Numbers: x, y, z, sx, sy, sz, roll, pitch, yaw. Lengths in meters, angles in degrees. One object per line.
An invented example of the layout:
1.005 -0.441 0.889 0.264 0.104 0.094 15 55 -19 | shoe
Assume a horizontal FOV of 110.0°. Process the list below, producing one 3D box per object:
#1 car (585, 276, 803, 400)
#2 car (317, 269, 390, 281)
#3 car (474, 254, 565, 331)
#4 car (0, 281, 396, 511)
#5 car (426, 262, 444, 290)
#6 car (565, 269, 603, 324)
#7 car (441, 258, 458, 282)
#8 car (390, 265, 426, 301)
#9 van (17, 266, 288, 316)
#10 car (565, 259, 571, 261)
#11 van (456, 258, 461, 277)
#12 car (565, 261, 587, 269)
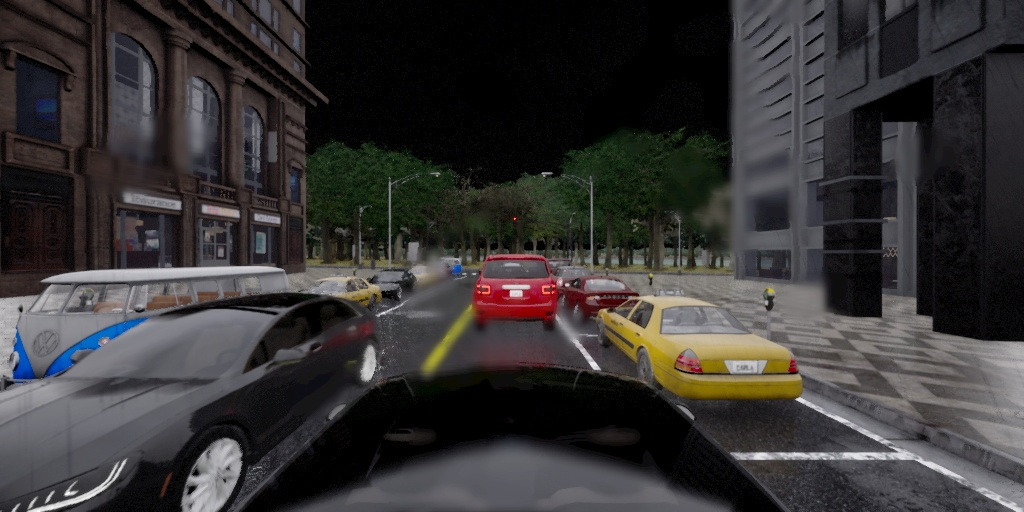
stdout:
2.763 1.275 6.552 1.751 1.417 4.829 0 0 0 | car
-5.762 1.276 11.651 1.751 1.417 4.829 0 0 0 | car
0.104 0.972 11.077 2.150 2.045 5.566 0 0 0 | car
-3.100 1.255 4.126 1.837 1.490 4.892 0 0 0 | car
-5.761 1.277 22.525 1.751 1.417 4.829 0 0 0 | car
2.763 1.295 11.819 1.888 1.381 4.507 0 0 0 | car
-5.760 1.193 28.133 1.967 1.591 4.097 0 0 0 | car
-5.762 1.317 17.258 1.948 1.339 4.313 0 0 0 | car
-5.763 1.091 6.383 1.690 1.789 3.998 0 0 0 | van
2.764 1.066 22.694 2.192 1.841 5.009 0 0 0 | car
-5.760 1.096 33.570 1.690 1.789 3.998 0 0 0 | van
2.764 1.191 17.257 1.967 1.591 4.097 0 0 0 | car
